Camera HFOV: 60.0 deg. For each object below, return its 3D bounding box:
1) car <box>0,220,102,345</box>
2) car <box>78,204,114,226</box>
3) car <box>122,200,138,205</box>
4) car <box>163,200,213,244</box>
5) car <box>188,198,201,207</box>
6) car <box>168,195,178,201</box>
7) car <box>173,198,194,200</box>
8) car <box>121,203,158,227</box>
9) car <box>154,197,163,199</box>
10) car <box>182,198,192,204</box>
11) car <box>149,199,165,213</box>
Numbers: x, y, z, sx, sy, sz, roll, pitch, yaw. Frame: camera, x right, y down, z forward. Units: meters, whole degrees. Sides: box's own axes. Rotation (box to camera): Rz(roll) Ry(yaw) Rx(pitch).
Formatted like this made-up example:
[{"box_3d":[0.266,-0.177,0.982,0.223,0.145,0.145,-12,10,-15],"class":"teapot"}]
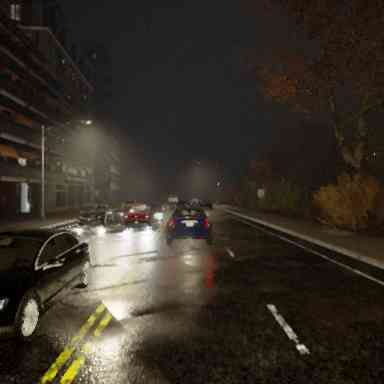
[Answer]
[{"box_3d":[-3.418,1.553,6.597,1.837,1.490,4.892,0,0,-1],"class":"car"},{"box_3d":[-7.136,1.680,25.141,1.837,1.490,4.892,0,0,-2],"class":"car"},{"box_3d":[-8.099,1.774,43.804,1.882,1.535,5.008,0,0,-4],"class":"car"},{"box_3d":[-0.166,1.467,16.675,2.097,1.767,4.553,0,0,-2],"class":"car"},{"box_3d":[0.441,1.946,61.819,2.033,1.411,5.357,0,0,-5],"class":"car"},{"box_3d":[-4.272,1.708,75.343,2.150,2.045,5.566,0,0,-6],"class":"car"},{"box_3d":[-1.129,1.767,39.356,1.837,1.490,4.892,0,0,-3],"class":"car"},{"box_3d":[-3.867,1.772,24.826,1.895,1.301,4.718,0,0,-2],"class":"car"},{"box_3d":[-5.840,1.579,58.236,1.882,1.535,5.008,0,0,-5],"class":"car"},{"box_3d":[-1.267,2.045,77.661,1.994,1.385,4.181,0,0,-7],"class":"car"},{"box_3d":[-4.727,1.883,41.943,1.895,1.301,4.718,0,0,-3],"class":"car"}]
